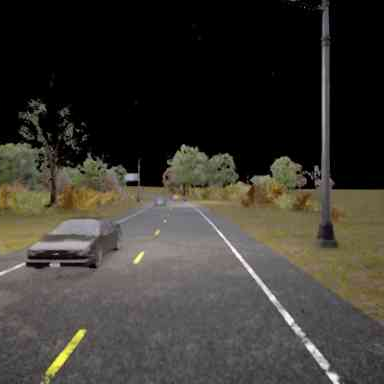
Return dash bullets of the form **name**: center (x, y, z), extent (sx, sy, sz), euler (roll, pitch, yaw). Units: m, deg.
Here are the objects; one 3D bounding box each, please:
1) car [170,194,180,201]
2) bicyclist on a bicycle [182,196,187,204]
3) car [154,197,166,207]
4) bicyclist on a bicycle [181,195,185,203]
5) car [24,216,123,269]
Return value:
- **car**: center (-4.421, 1.490, 92.237), extent (2.097, 1.767, 4.553), euler (0, 0, -6)
- **bicyclist on a bicycle**: center (-1.302, 1.567, 65.599), extent (0.866, 1.612, 1.509), euler (0, -1, -4)
- **car**: center (-5.105, 1.609, 53.511), extent (2.128, 1.511, 4.902), euler (0, 0, -3)
- **bicyclist on a bicycle**: center (-1.958, 1.581, 74.604), extent (0.866, 1.612, 1.509), euler (0, -1, -4)
- **car**: center (-3.692, 1.577, 11.548), extent (2.033, 1.411, 5.357), euler (0, 0, -1)
